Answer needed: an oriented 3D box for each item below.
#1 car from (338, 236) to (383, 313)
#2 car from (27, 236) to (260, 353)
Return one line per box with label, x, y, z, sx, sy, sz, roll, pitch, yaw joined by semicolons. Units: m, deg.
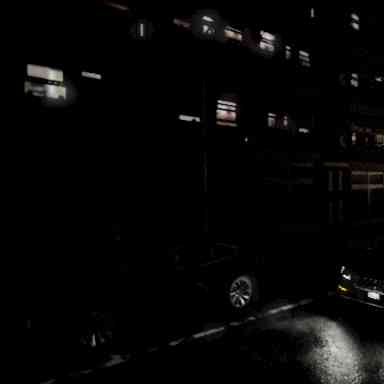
car;5.004;1.457;6.941;4.892;1.490;1.837;0;0;-35
car;-0.615;1.549;6.131;4.313;1.339;1.947;0;-1;-35
